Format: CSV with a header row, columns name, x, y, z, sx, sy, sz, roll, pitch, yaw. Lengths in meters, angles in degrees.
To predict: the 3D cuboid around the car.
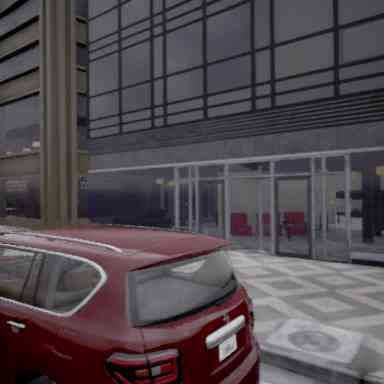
name,x,y,z,sx,sy,sz,roll,pitch,yaw
car,-1.660,1.328,4.044,5.009,1.841,2.192,0,-1,36
